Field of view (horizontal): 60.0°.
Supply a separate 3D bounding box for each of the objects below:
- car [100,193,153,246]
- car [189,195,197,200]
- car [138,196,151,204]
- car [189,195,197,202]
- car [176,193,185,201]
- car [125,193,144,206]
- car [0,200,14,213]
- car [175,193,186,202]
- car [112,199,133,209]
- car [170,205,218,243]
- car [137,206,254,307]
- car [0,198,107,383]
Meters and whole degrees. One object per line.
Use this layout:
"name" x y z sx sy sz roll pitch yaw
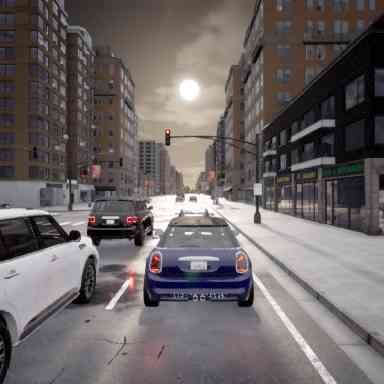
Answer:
"car" -3.096 1.225 15.341 2.150 2.045 5.566 0 0 0
"car" 0.325 1.497 88.225 1.994 1.385 4.181 0 0 0
"car" -9.512 1.599 67.347 1.994 1.385 4.181 0 0 1
"car" 0.289 1.569 78.217 1.812 1.442 4.674 0 0 0
"car" -2.925 1.169 88.267 2.150 2.045 5.566 0 0 0
"car" -9.627 1.247 56.379 2.150 2.045 5.566 0 0 1
"car" -22.018 1.597 36.065 4.313 1.339 1.947 0 0 0
"car" -2.963 1.584 77.815 2.033 1.411 5.357 0 0 0
"car" -9.682 1.619 46.654 1.895 1.301 4.718 0 0 0
"car" 0.118 1.495 17.213 2.128 1.511 4.902 0 0 1
"car" 0.127 1.353 8.145 2.097 1.767 4.553 0 0 0
"car" -3.138 1.222 4.988 2.150 2.045 5.566 0 0 1
